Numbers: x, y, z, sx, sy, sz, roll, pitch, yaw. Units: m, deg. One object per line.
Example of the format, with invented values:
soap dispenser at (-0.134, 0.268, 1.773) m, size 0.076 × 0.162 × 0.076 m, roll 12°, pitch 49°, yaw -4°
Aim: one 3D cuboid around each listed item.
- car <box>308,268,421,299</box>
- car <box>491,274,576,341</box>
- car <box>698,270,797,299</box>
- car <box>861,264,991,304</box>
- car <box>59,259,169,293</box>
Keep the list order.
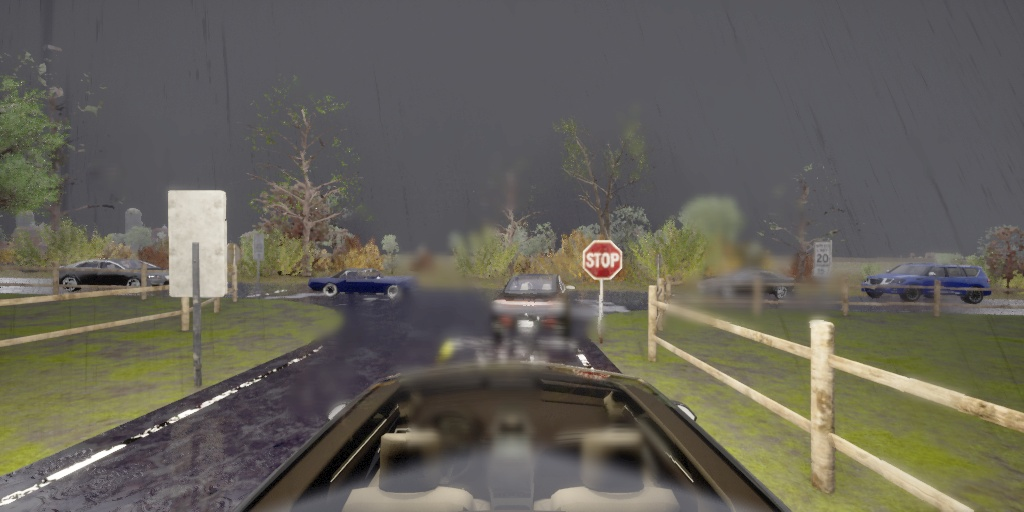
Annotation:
car at (-6.823, 1.248, 17.004) m, size 4.718 × 1.301 × 1.895 m, roll 1°, pitch 1°, yaw 0°
car at (0.706, 1.240, 9.973) m, size 2.128 × 1.511 × 4.902 m, roll 0°, pitch 0°, yaw 9°
car at (13.003, 1.525, 19.932) m, size 4.902 × 1.511 × 2.128 m, roll 1°, pitch 1°, yaw 0°
car at (22.899, 1.466, 19.922) m, size 5.566 × 2.045 × 2.150 m, roll 1°, pitch 1°, yaw 0°
car at (-18.490, 0.885, 17.020) m, size 4.902 × 1.511 × 2.128 m, roll 1°, pitch 1°, yaw 0°
